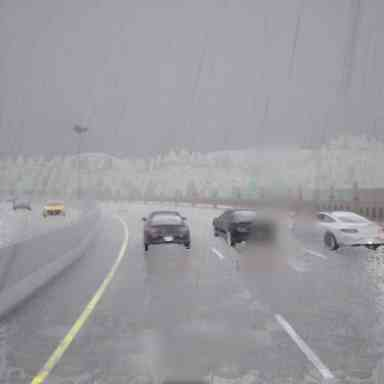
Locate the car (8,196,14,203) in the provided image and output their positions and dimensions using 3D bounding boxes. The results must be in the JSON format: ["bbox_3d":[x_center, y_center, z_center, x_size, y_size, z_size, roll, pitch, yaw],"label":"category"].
[{"bbox_3d":[-35.127,1.470,66.337,1.994,1.385,4.181,0,0,-44],"label":"car"}]

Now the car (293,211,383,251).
[{"bbox_3d":[5.936,1.518,13.966,1.812,1.442,4.674,0,0,-8],"label":"car"}]

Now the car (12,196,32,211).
[{"bbox_3d":[-21.418,1.606,41.969,1.812,1.442,4.674,0,0,-28],"label":"car"}]

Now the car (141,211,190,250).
[{"bbox_3d":[-1.186,1.537,14.449,1.812,1.442,4.674,0,0,-8],"label":"car"}]

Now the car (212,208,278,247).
[{"bbox_3d":[2.234,1.480,15.189,1.882,1.535,5.008,0,0,-8],"label":"car"}]

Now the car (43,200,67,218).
[{"bbox_3d":[-12.812,1.529,31.190,1.882,1.535,5.008,0,0,-20],"label":"car"}]
